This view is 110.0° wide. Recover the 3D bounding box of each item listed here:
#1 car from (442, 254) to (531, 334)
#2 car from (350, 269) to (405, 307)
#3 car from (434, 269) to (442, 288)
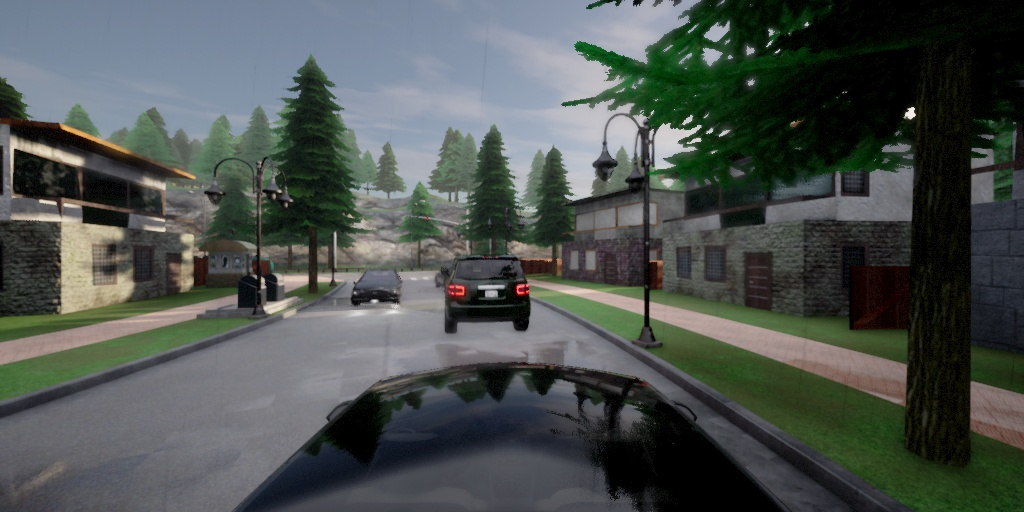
[{"bbox_3d":[-0.937,0.962,10.894,2.150,2.045,5.566,0,0,-10],"label":"car"},{"bbox_3d":[-5.778,1.283,15.822,2.033,1.411,5.357,0,0,-16],"label":"car"},{"bbox_3d":[-3.324,1.277,21.098,2.033,1.411,5.357,0,0,-21],"label":"car"}]
